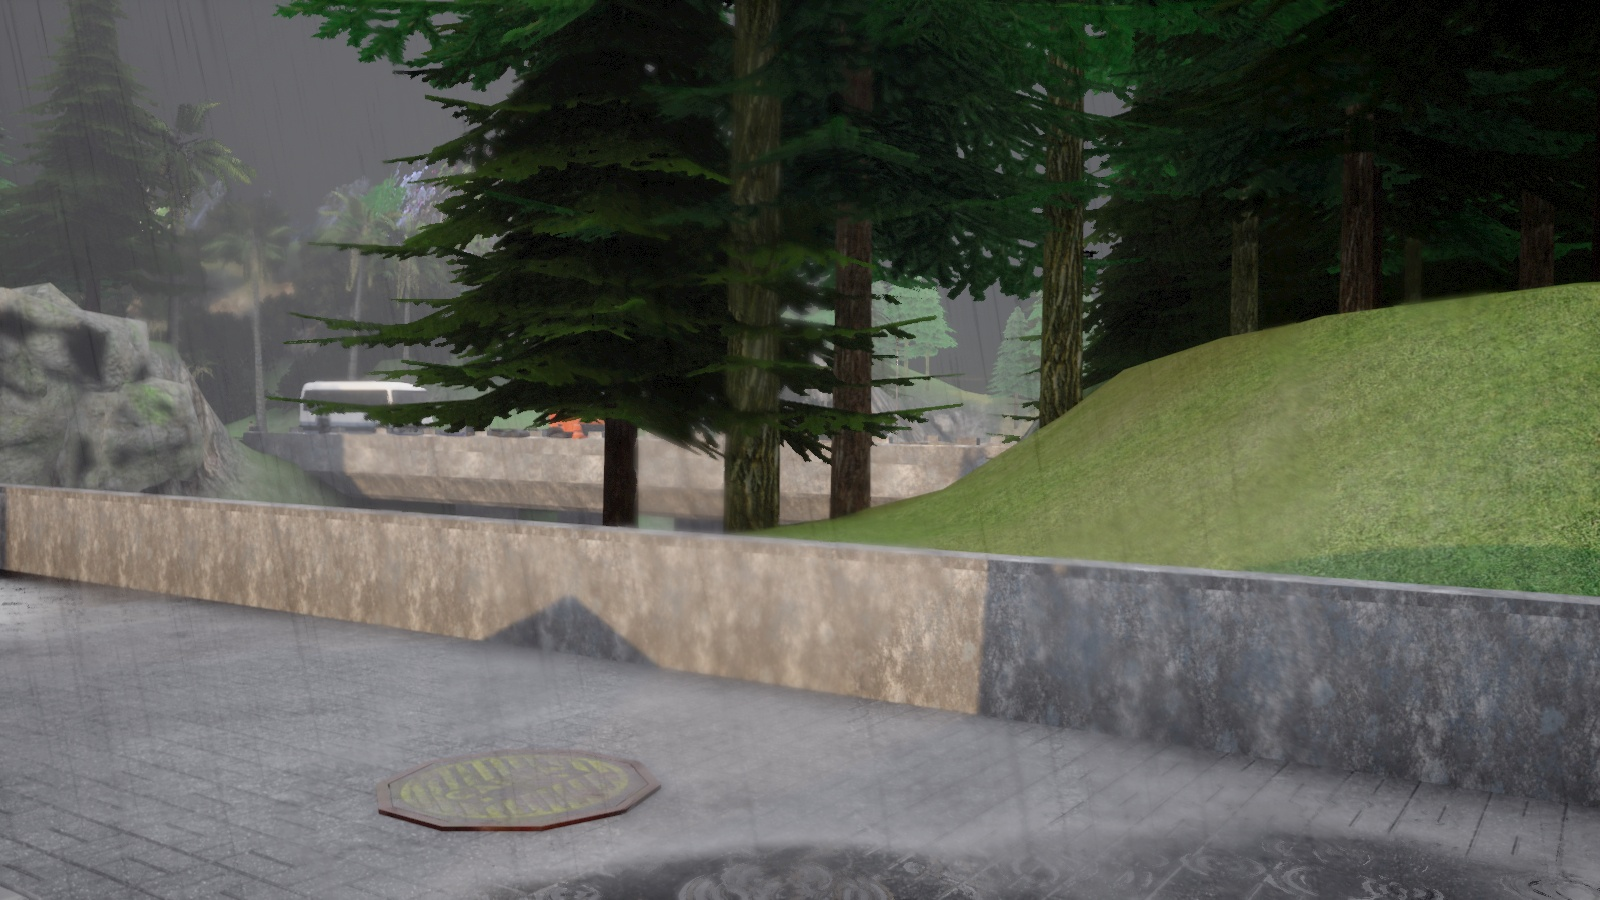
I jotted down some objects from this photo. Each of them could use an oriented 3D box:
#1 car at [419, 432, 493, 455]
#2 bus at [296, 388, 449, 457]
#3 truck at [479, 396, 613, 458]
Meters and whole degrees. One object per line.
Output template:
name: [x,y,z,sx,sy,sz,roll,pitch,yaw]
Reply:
car: [-22.935,-0.456,83.649,4.792,1.488,2.163,0,1,34]
bus: [-28.056,-1.781,82.215,10.273,4.253,3.944,1,1,34]
truck: [-14.897,-1.325,73.504,7.936,3.462,2.891,0,1,34]
